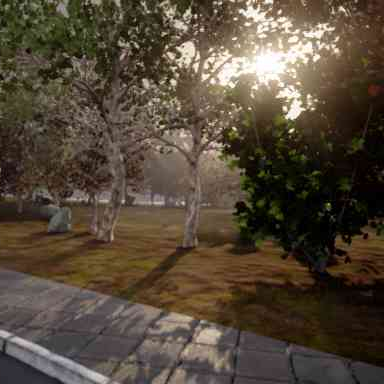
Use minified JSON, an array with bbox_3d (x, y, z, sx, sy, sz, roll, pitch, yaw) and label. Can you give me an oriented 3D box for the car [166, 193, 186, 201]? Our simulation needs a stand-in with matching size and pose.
[{"bbox_3d":[-4.743,1.418,94.658,2.435,2.045,5.566,6,1,41],"label":"car"}]
